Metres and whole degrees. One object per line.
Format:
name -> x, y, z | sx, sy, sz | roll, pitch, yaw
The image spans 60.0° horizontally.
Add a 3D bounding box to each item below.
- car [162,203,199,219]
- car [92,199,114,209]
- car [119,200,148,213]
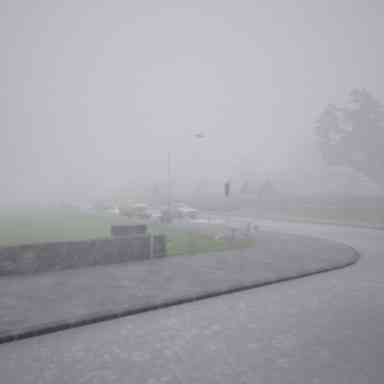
car -> -1.199, 1.754, 31.650 | 1.812, 1.442, 4.674 | 1, -1, -36
car -> -12.939, 1.722, 48.160 | 2.128, 1.511, 4.902 | 1, -1, -35
car -> -6.996, 1.707, 39.772 | 1.882, 1.535, 5.008 | 1, -1, -35
